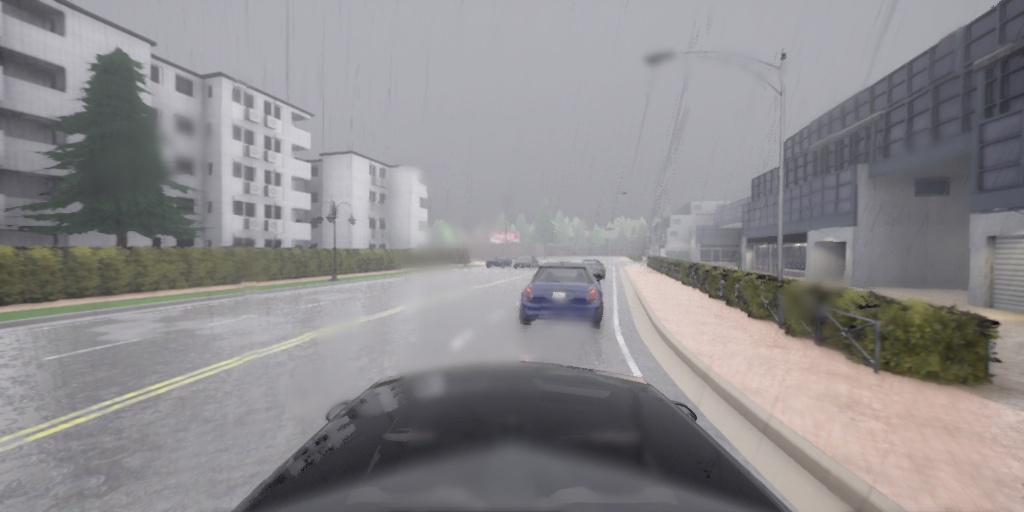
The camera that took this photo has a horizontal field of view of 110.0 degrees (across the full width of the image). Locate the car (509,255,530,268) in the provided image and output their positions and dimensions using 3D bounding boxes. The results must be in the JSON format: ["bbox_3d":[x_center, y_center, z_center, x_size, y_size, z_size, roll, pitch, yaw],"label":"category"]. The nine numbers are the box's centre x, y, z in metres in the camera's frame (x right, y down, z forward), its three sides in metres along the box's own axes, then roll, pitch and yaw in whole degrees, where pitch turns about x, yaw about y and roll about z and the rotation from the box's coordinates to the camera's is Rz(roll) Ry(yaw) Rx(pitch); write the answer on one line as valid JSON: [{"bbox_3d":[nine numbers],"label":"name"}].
[{"bbox_3d":[1.520,0.669,37.633,1.837,1.490,4.892,1,0,16],"label":"car"}]

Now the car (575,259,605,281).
[{"bbox_3d":[5.874,0.934,26.645,1.994,1.385,4.181,1,1,16],"label":"car"}]

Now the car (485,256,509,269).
[{"bbox_3d":[-1.412,0.704,40.087,1.895,1.301,4.718,1,1,16],"label":"car"}]

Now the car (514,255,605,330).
[{"bbox_3d":[1.637,0.960,10.833,2.097,1.767,4.553,1,1,13],"label":"car"}]
